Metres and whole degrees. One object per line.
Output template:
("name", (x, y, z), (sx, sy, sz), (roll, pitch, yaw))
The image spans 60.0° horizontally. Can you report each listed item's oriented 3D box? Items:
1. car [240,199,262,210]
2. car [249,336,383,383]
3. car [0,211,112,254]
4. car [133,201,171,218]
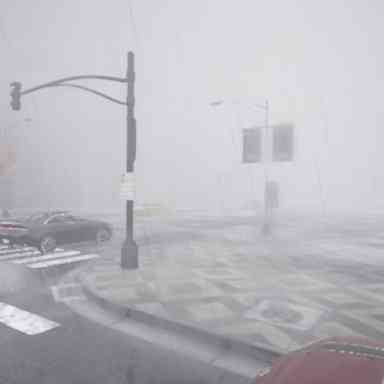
("car", (9.253, 1.897, 51.985), (2.097, 1.767, 4.553), (1, 0, 35))
("car", (2.036, 1.447, 1.510), (4.097, 1.590, 1.967), (1, 0, 36))
("car", (-5.414, 1.550, 13.863), (2.128, 1.511, 4.902), (0, -1, 28))
("car", (-4.141, 1.683, 33.144), (1.882, 1.535, 5.008), (1, 0, 35))
